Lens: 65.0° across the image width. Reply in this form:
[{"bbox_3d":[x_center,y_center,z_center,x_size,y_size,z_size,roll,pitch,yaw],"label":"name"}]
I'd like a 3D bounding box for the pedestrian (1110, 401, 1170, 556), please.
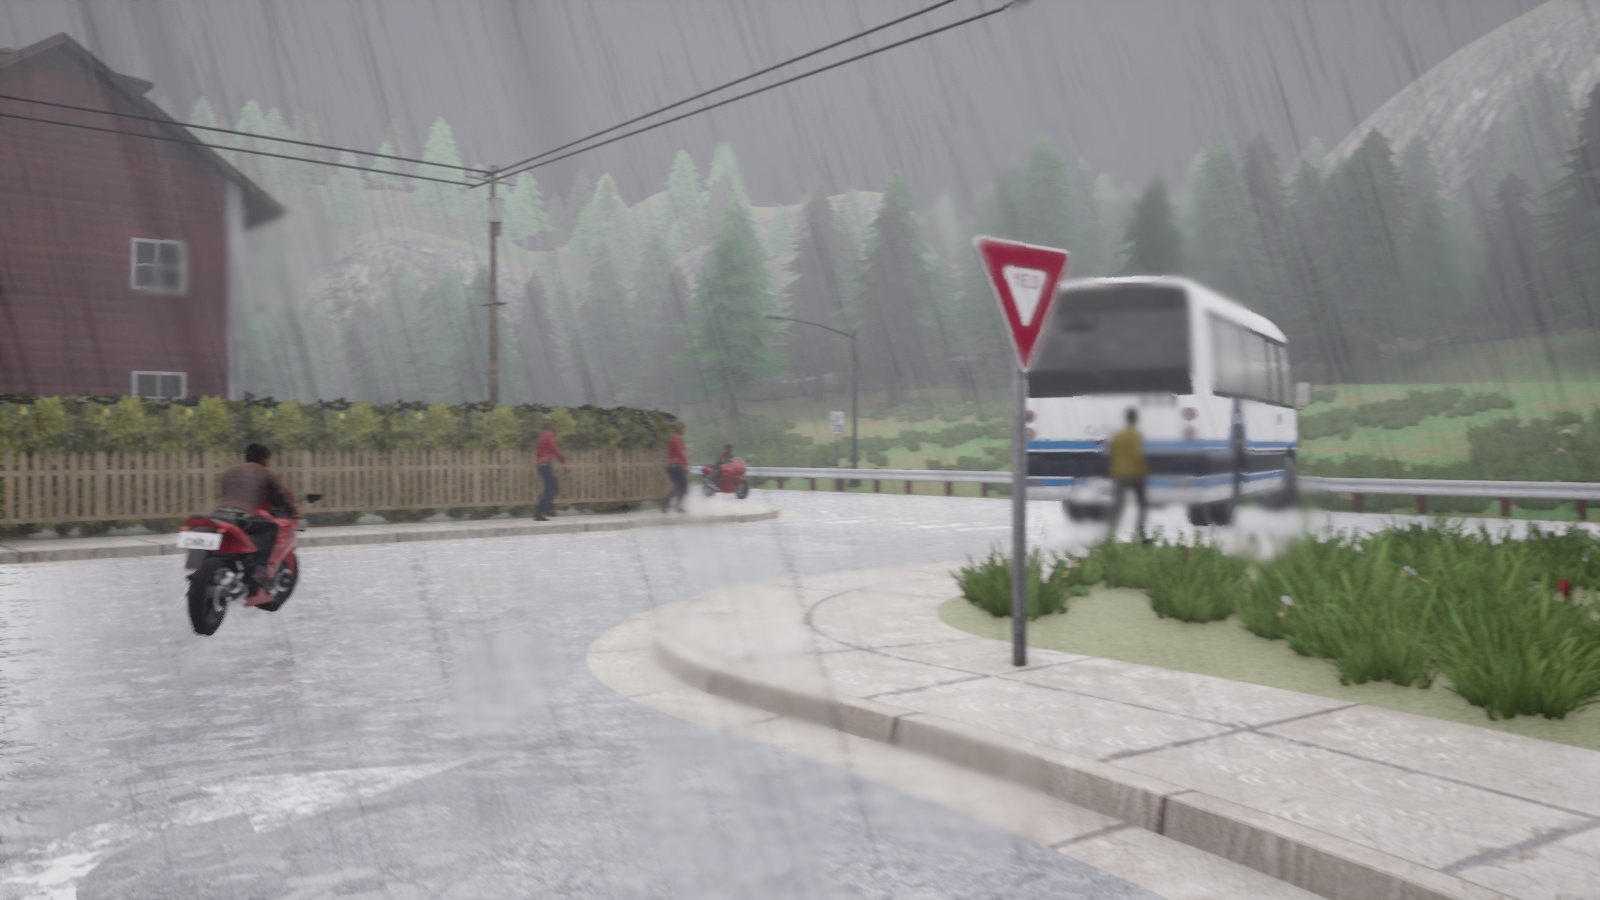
[{"bbox_3d":[4.158,0.334,15.337,0.431,1.840,0.709,0,0,43],"label":"pedestrian"}]

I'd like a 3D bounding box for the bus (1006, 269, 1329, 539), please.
[{"bbox_3d":[7.821,-0.739,25.222,3.944,4.253,10.273,0,0,30],"label":"bus"}]

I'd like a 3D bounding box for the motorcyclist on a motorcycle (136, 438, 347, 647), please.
[{"bbox_3d":[-4.566,0.690,10.467,0.797,1.523,2.044,4,0,-1],"label":"motorcyclist on a motorcycle"}]

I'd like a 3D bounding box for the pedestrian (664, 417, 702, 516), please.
[{"bbox_3d":[-2.206,0.306,23.636,0.636,1.846,0.331,0,0,-33],"label":"pedestrian"}]

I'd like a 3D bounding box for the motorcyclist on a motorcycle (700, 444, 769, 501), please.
[{"bbox_3d":[-1.800,0.588,34.169,0.797,1.523,2.044,0,0,-40],"label":"motorcyclist on a motorcycle"}]

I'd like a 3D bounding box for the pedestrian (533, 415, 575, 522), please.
[{"bbox_3d":[-4.291,0.315,21.922,0.636,1.846,0.331,0,0,-35],"label":"pedestrian"}]
